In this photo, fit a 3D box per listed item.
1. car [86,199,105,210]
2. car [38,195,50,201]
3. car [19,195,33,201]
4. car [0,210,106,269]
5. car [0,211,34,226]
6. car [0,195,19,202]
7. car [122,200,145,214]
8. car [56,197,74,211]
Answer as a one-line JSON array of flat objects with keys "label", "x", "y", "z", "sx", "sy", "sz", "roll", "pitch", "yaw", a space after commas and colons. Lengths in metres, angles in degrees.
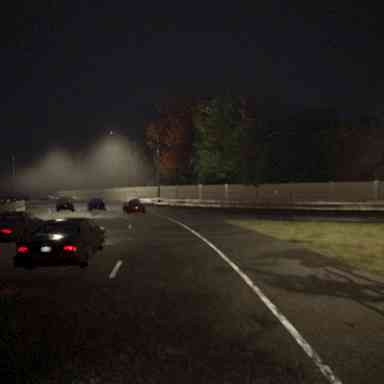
[{"label": "car", "x": -12.107, "y": 1.553, "z": 41.762, "sx": 1.882, "sy": 1.535, "sz": 5.008, "roll": 0, "pitch": 0, "yaw": -23}, {"label": "car", "x": -38.306, "y": 1.596, "z": 86.037, "sx": 2.033, "sy": 1.411, "sz": 5.357, "roll": 0, "pitch": 0, "yaw": -37}, {"label": "car", "x": -42.472, "y": 1.439, "z": 83.388, "sx": 4.553, "sy": 1.767, "sz": 2.097, "roll": 0, "pitch": 0, "yaw": 38}, {"label": "car", "x": -4.179, "y": 1.574, "z": 11.344, "sx": 2.033, "sy": 1.411, "sz": 5.357, "roll": 0, "pitch": 0, "yaw": -7}, {"label": "car", "x": -8.254, "y": 1.600, "z": 15.390, "sx": 2.033, "sy": 1.411, "sz": 5.357, "roll": 0, "pitch": 0, "yaw": -9}, {"label": "car", "x": -44.770, "y": 1.599, "z": 80.747, "sx": 4.892, "sy": 1.490, "sz": 1.837, "roll": 0, "pitch": 0, "yaw": 38}, {"label": "car", "x": -6.378, "y": 1.602, "z": 36.306, "sx": 1.994, "sy": 1.385, "sz": 4.181, "roll": 0, "pitch": 0, "yaw": -19}, {"label": "car", "x": -16.191, "y": 1.665, "z": 42.409, "sx": 1.994, "sy": 1.385, "sz": 4.181, "roll": 0, "pitch": 0, "yaw": -23}]
